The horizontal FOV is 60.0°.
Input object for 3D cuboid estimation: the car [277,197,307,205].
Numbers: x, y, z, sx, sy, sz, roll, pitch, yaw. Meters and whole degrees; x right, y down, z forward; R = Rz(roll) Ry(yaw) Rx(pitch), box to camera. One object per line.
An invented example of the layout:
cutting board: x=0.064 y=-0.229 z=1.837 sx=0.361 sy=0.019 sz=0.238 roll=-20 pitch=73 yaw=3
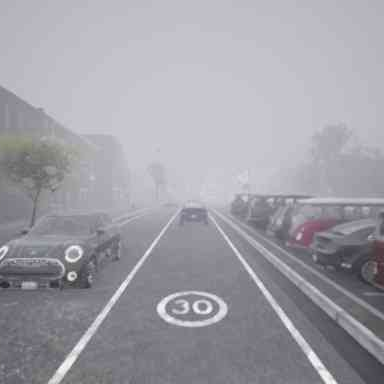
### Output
car: x=18.778 y=1.634 z=62.633 sx=5.008 sy=1.535 sz=2.097 roll=0 pitch=0 yaw=0

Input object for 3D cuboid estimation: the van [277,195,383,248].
van: x=5.494 y=1.206 z=11.443 sx=4.442 sy=1.987 sz=1.878 roll=0 pitch=0 yaw=0

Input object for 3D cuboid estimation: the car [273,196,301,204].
car: x=18.773 y=1.657 z=65.906 sx=4.892 sy=1.521 sz=2.231 roll=0 pitch=0 yaw=0

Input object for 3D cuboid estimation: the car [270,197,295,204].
car: x=18.781 y=1.718 z=69.182 sx=4.674 sy=1.452 sz=2.002 roll=0 pitch=0 yaw=0

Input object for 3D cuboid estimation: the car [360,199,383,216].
car: x=18.708 y=1.433 z=31.000 sx=5.008 sy=1.535 sz=2.097 roll=0 pitch=0 yaw=0

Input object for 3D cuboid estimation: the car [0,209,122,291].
car: x=-3.339 y=1.326 z=9.068 sx=2.097 sy=1.767 sz=4.553 roll=0 pitch=0 yaw=0

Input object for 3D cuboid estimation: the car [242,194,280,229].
car: x=5.642 y=1.167 z=17.048 sx=5.566 sy=2.045 sz=2.435 roll=0 pitch=0 yaw=0

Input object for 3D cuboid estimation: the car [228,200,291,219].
car: x=5.623 y=1.425 z=28.259 sx=4.892 sy=1.521 sz=2.231 roll=0 pitch=0 yaw=0

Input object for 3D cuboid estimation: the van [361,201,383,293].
van: x=5.725 y=1.223 z=5.836 sx=4.442 sy=1.987 sz=1.878 roll=0 pitch=0 yaw=0

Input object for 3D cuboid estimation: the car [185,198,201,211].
car: x=0.145 y=1.542 z=41.413 sx=1.837 sy=1.490 sz=4.892 roll=0 pitch=0 yaw=0

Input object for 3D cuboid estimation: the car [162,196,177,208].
car: x=-3.273 y=1.451 z=50.453 sx=2.097 sy=1.767 sz=4.553 roll=0 pitch=0 yaw=0

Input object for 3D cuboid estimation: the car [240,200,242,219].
car: x=5.623 y=1.415 z=19.854 sx=4.892 sy=1.521 sz=2.231 roll=0 pitch=0 yaw=0

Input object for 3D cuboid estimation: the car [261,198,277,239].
car: x=5.580 y=1.298 z=14.247 sx=4.553 sy=1.767 sz=2.185 roll=0 pitch=0 yaw=0

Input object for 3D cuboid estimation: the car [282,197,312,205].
car: x=18.764 y=1.654 z=59.484 sx=4.674 sy=1.452 sz=2.002 roll=0 pitch=0 yaw=0

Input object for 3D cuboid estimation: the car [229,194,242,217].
car: x=5.653 y=1.166 z=25.458 sx=5.566 sy=2.045 sz=2.435 roll=0 pitch=0 yaw=0

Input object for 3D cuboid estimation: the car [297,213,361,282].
car: x=5.603 y=1.442 z=8.639 sx=4.892 sy=1.521 sz=2.231 roll=0 pitch=0 yaw=0

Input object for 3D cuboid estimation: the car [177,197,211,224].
car: x=0.127 y=1.415 z=23.933 sx=1.882 sy=1.535 sz=5.008 roll=0 pitch=0 yaw=0

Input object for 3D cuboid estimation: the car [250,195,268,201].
car: x=18.859 y=1.712 z=93.518 sx=4.553 sy=1.767 sz=2.185 roll=0 pitch=0 yaw=0
